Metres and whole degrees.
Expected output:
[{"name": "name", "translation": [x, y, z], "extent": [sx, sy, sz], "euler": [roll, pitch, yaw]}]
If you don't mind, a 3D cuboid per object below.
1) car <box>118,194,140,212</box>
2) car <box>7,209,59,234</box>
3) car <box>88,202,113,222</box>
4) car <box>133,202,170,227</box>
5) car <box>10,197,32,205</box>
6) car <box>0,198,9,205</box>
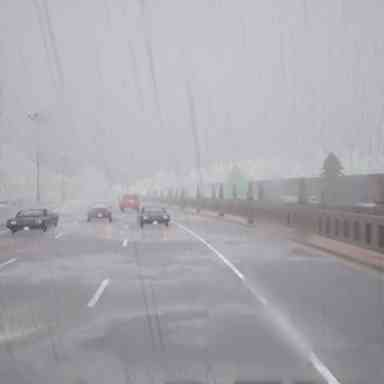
[{"name": "car", "translation": [-7.650, 1.259, 40.438], "extent": [2.150, 2.045, 5.566], "euler": [0, 0, -16]}, {"name": "car", "translation": [-9.271, 1.647, 19.882], "extent": [1.895, 1.301, 4.718], "euler": [0, 0, -12]}, {"name": "car", "translation": [-7.477, 1.560, 27.058], "extent": [1.812, 1.442, 4.674], "euler": [0, 0, -15]}, {"name": "car", "translation": [-2.756, 1.607, 22.721], "extent": [1.895, 1.301, 4.718], "euler": [0, 0, -13]}, {"name": "car", "translation": [-25.082, 1.720, 49.485], "extent": [1.994, 1.385, 4.181], "euler": [0, 0, -16]}, {"name": "car", "translation": [-36.915, 1.848, 65.039], "extent": [1.994, 1.385, 4.181], "euler": [0, -1, -16]}]
